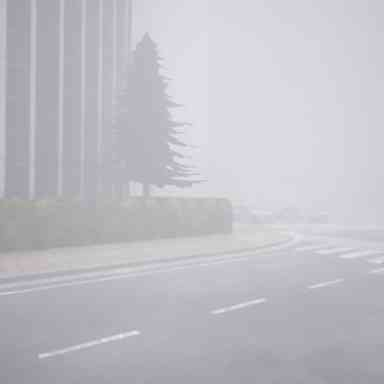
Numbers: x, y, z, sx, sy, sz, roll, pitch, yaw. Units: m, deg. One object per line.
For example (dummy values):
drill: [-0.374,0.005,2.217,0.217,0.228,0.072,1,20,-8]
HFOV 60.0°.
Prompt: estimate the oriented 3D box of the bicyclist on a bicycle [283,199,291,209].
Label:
bicyclist on a bicycle: [12.385,1.710,43.292,1.656,1.620,0.582,0,0,-35]

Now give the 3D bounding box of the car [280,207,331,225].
car: [8.911,1.889,27.424,1.895,1.301,4.718,1,0,-35]

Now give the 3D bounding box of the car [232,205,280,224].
car: [4.595,1.779,27.474,1.812,1.442,4.674,1,0,-35]
